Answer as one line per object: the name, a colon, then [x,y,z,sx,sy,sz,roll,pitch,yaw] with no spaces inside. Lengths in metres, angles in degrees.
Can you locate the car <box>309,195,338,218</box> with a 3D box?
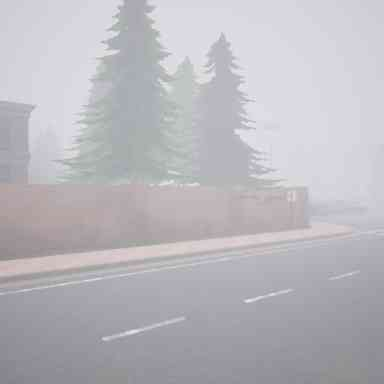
car: [10.159,1.224,31.052,2.150,2.045,5.566,0,0,-35]

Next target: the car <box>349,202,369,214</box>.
car: [15.739,1.547,35.286,2.033,1.411,5.357,0,0,-35]

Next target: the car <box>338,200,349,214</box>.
car: [12.710,1.506,33.509,1.837,1.490,4.892,0,0,-35]
